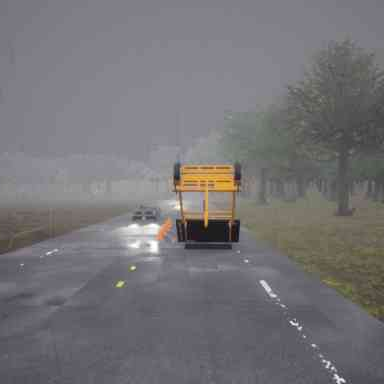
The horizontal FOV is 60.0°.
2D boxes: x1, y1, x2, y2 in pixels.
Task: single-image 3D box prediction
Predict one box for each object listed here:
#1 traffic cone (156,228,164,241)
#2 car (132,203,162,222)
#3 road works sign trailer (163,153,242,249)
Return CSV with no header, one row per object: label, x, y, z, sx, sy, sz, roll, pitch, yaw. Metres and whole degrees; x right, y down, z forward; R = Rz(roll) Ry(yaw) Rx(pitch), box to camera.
traffic cone,-1.466,1.942,15.322,0.340,0.580,0.340,0,0,0
car,-3.467,1.576,26.192,1.895,1.301,4.718,0,0,0
road works sign trailer,0.548,0.920,11.770,2.380,3.560,2.880,0,45,4
